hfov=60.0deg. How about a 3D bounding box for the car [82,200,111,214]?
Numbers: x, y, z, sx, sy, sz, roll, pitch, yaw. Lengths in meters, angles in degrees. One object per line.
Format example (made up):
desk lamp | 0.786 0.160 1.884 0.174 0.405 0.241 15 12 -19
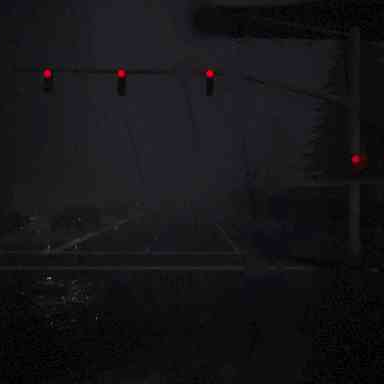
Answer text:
car | -10.596 1.619 37.223 1.895 1.301 4.718 0 0 0

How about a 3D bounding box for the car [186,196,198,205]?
car | -0.034 1.521 59.001 2.128 1.511 4.902 0 0 0

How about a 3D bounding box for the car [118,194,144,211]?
car | -7.086 1.372 40.233 2.097 1.767 4.553 0 0 0

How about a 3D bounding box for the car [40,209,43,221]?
car | -10.602 1.491 27.144 1.882 1.535 5.008 0 0 0

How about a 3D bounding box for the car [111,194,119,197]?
car | -10.553 1.245 47.691 2.150 2.045 5.566 0 0 0

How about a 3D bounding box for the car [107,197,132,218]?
car | -7.099 1.492 30.197 1.882 1.535 5.008 0 0 0

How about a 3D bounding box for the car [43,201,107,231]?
car | -7.096 1.488 20.765 1.882 1.535 5.008 0 0 0

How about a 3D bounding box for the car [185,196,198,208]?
car | -0.029 1.626 49.964 1.895 1.301 4.718 0 0 0

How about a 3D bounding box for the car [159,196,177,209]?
car | -3.427 1.500 45.656 1.882 1.535 5.008 0 -1 0

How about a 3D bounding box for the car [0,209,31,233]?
car | -10.617 1.609 17.754 1.895 1.301 4.718 0 0 1
